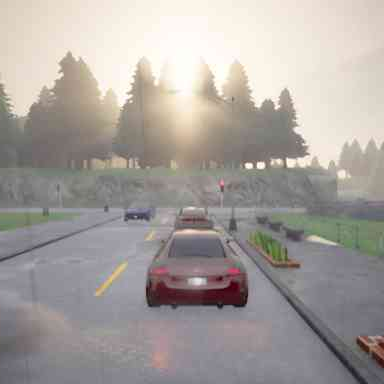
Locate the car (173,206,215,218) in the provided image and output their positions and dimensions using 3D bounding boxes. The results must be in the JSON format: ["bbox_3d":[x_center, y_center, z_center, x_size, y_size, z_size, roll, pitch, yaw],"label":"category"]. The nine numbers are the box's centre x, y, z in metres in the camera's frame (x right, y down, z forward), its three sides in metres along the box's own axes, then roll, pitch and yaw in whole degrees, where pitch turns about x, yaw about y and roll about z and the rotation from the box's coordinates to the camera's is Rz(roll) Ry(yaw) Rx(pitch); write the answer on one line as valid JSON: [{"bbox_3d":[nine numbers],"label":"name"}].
[{"bbox_3d":[0.084,1.483,16.814,1.837,1.490,4.892,0,0,0],"label":"car"}]

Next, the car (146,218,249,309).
[{"bbox_3d":[0.093,1.554,7.902,1.994,1.385,4.181,0,0,0],"label":"car"}]

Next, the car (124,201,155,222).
[{"bbox_3d":[-4.025,1.490,26.204,1.882,1.535,5.008,0,0,0],"label":"car"}]
